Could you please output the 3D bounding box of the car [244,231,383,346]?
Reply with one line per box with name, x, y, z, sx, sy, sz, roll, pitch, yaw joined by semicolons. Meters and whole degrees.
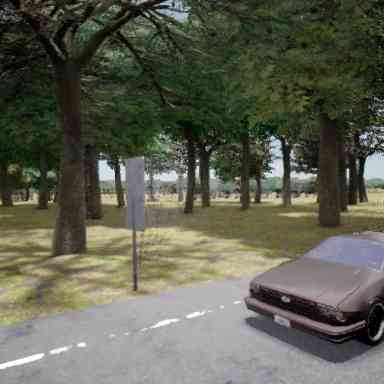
car;3.505;1.518;6.494;5.357;1.411;2.033;0;0;-36
